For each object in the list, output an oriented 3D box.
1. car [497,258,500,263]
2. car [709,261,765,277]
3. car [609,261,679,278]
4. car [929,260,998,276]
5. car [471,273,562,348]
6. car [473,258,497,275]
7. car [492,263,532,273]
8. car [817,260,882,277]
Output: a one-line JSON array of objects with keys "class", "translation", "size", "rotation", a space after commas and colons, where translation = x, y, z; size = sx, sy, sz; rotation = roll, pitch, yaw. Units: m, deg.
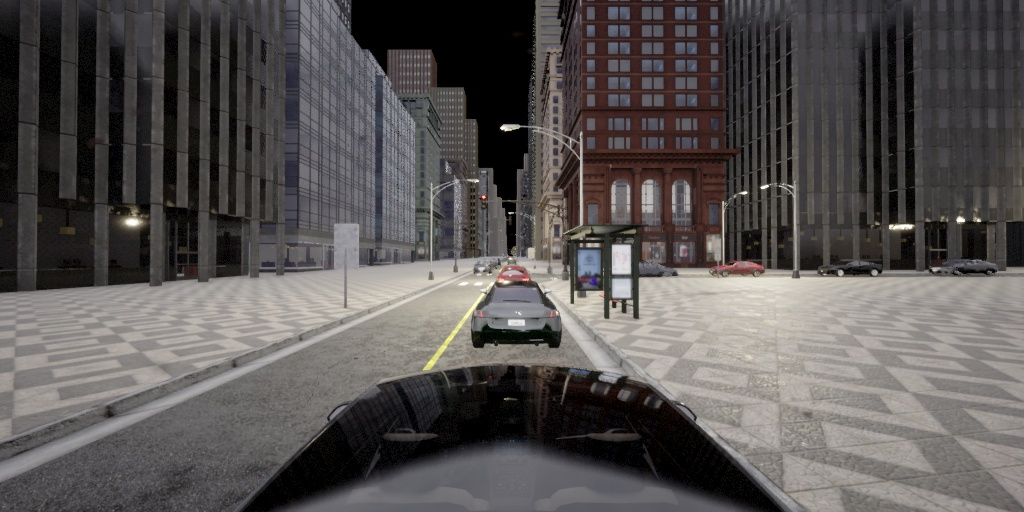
[{"class": "car", "translation": [-3.108, 1.182, 52.789], "size": [1.837, 1.490, 4.892], "rotation": [0, 0, 0]}, {"class": "car", "translation": [20.798, 1.194, 33.208], "size": [4.674, 1.442, 1.812], "rotation": [0, -1, 0]}, {"class": "car", "translation": [10.871, 1.214, 29.841], "size": [5.357, 1.411, 2.033], "rotation": [0, -1, -2]}, {"class": "car", "translation": [41.625, 1.081, 33.145], "size": [4.902, 1.511, 2.128], "rotation": [0, -1, 1]}, {"class": "car", "translation": [0.096, 1.314, 9.243], "size": [1.994, 1.385, 4.181], "rotation": [0, 0, 0]}, {"class": "car", "translation": [-3.111, 1.200, 38.897], "size": [2.128, 1.511, 4.902], "rotation": [0, 0, 0]}, {"class": "car", "translation": [0.112, 1.269, 19.078], "size": [1.812, 1.442, 4.674], "rotation": [0, 0, 1]}, {"class": "car", "translation": [31.179, 1.109, 33.192], "size": [5.008, 1.535, 1.882], "rotation": [0, -1, 0]}]
